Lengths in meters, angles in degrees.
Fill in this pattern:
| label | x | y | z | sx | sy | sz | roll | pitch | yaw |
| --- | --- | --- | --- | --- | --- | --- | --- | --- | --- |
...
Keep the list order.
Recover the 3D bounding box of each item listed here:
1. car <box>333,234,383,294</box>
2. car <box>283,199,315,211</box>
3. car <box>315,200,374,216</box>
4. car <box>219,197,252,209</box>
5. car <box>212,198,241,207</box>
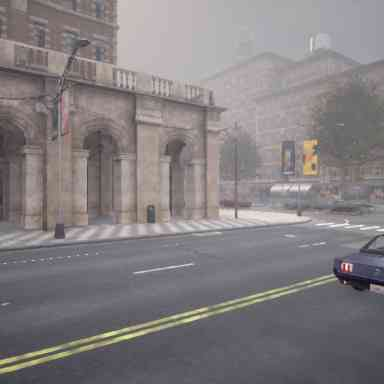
| label | x | y | z | sx | sy | sz | roll | pitch | yaw |
| --- | --- | --- | --- | --- | --- | --- | --- | --- | --- |
| car | 5.426 | 1.601 | 7.762 | 4.718 | 1.301 | 1.895 | 0 | 0 | -36 |
| car | 13.650 | 1.547 | 40.408 | 2.033 | 1.411 | 5.357 | 0 | 0 | -36 |
| car | 15.090 | 1.493 | 32.451 | 2.128 | 1.511 | 4.902 | 0 | 0 | -36 |
| car | 5.916 | 1.478 | 45.121 | 1.882 | 1.535 | 5.008 | 0 | 0 | -36 |
| car | 5.333 | 1.601 | 51.897 | 1.895 | 1.301 | 4.718 | 0 | 0 | -36 |
